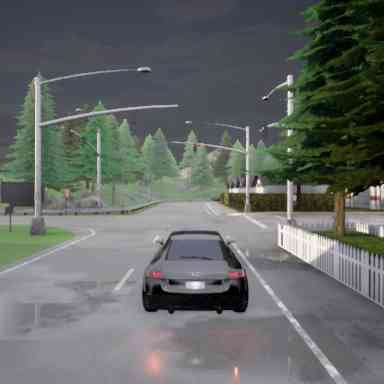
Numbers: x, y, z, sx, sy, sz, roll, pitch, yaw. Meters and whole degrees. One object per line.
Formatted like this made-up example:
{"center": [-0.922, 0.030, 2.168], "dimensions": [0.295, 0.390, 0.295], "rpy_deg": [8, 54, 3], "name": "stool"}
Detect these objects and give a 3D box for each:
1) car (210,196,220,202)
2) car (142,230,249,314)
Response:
{"center": [6.703, 1.513, 72.905], "dimensions": [5.357, 1.411, 2.033], "rpy_deg": [0, 0, -22], "name": "car"}
{"center": [0.075, 1.563, 7.686], "dimensions": [1.994, 1.385, 4.181], "rpy_deg": [0, 0, 1], "name": "car"}
